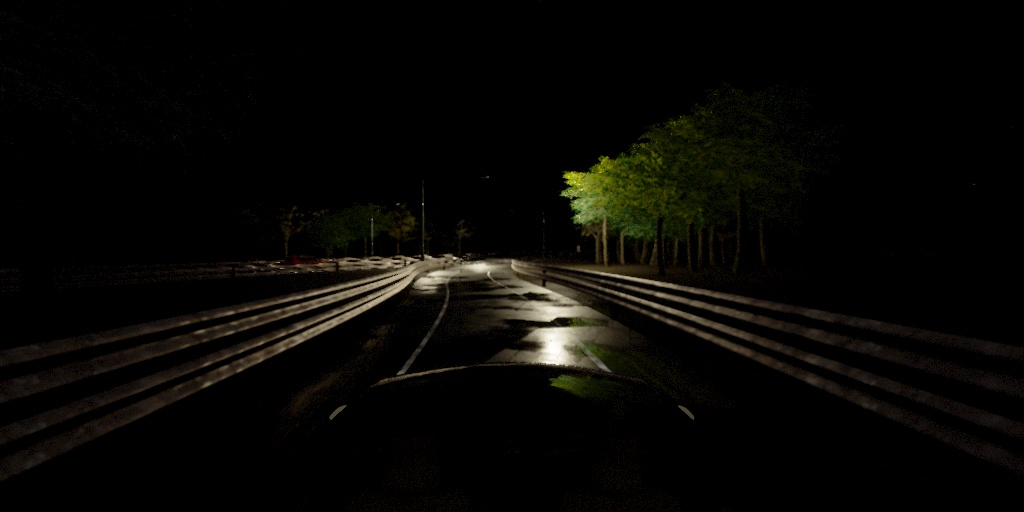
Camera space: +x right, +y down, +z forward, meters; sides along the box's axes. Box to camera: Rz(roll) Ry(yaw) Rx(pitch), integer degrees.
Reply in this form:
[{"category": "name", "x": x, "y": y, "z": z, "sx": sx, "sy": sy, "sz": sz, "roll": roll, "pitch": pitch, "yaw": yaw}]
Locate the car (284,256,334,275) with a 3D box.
[{"category": "car", "x": -24.958, "y": 0.998, "z": 44.148, "sx": 2.150, "sy": 2.045, "sz": 5.566, "roll": 0, "pitch": 2, "yaw": 31}]
